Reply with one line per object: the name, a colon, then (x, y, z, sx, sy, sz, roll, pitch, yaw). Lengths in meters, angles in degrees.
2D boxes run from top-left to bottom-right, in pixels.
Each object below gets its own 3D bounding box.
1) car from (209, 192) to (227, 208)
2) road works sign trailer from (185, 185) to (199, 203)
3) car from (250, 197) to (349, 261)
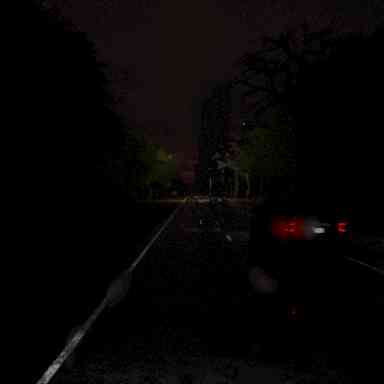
car: (3.599, 1.058, 46.011, 2.150, 2.045, 5.566, 0, 0, 0)
road works sign trailer: (-0.002, 0.257, 65.572, 2.380, 3.560, 2.880, 0, 0, 0)
car: (3.601, 1.170, 12.119, 2.150, 2.045, 5.566, 0, 0, 0)
